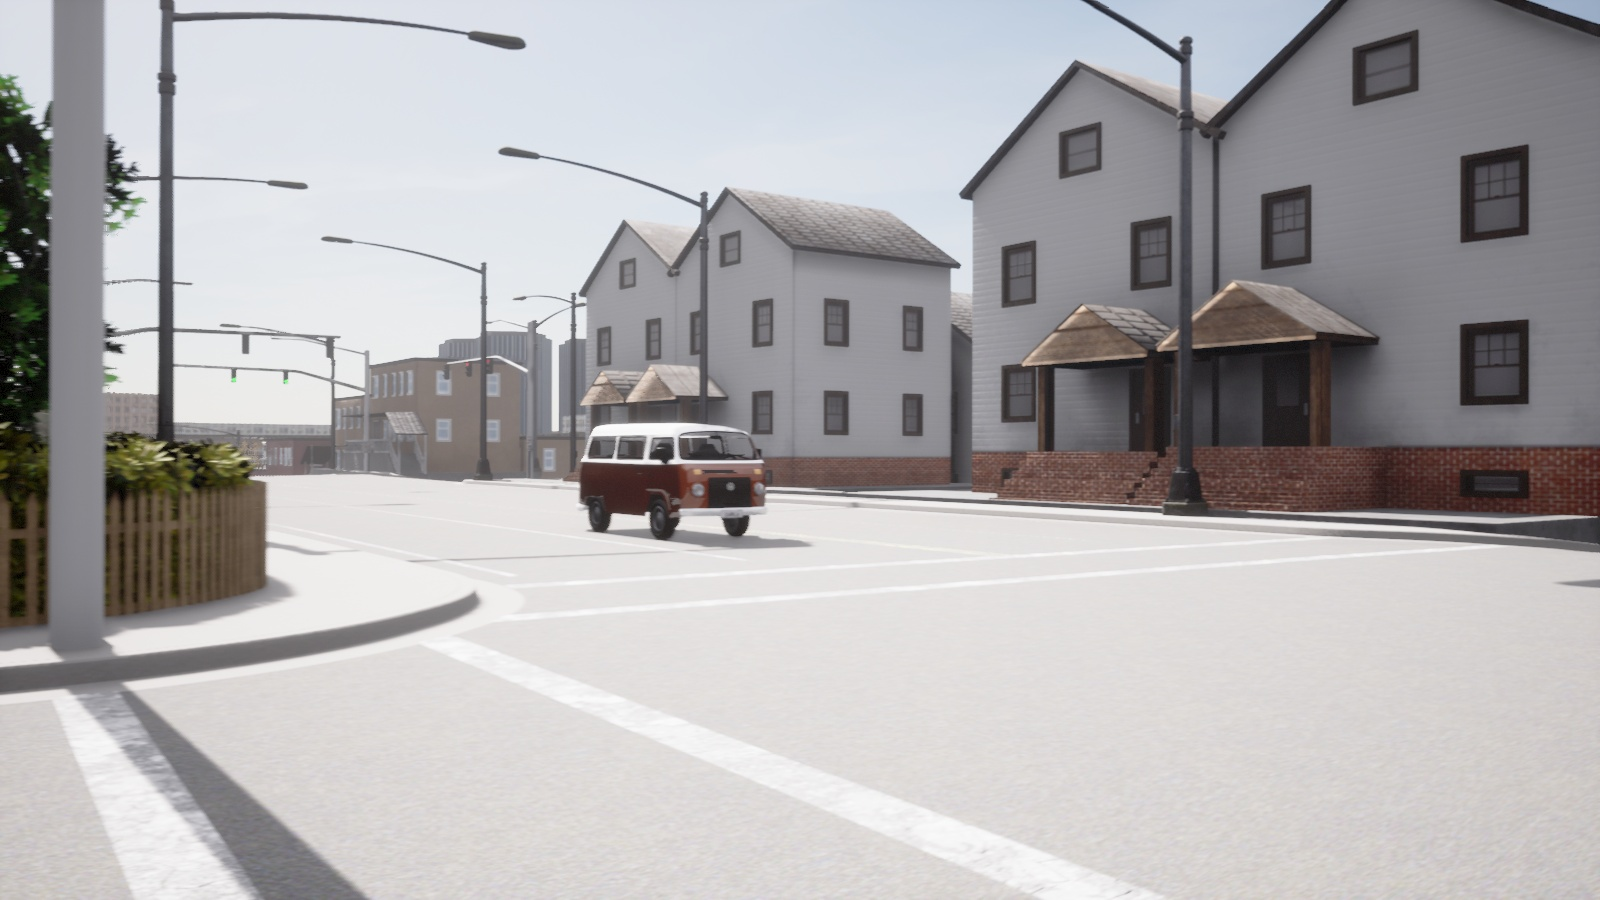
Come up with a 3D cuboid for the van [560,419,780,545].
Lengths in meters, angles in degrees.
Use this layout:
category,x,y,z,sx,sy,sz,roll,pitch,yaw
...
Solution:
category,x,y,z,sx,sy,sz,roll,pitch,yaw
van,-2.475,0.529,22.807,2.069,2.038,4.480,0,0,-35
